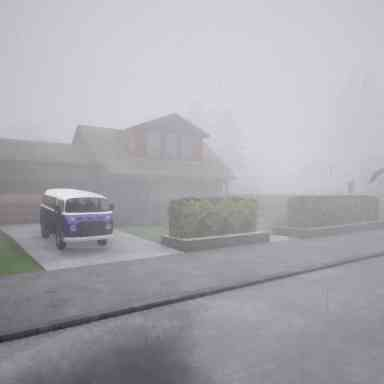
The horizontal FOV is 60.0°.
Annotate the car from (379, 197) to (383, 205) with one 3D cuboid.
[{"bbox_3d":[24.718,0.985,41.453,3.866,1.878,1.905,0,0,0],"label":"car"}]
